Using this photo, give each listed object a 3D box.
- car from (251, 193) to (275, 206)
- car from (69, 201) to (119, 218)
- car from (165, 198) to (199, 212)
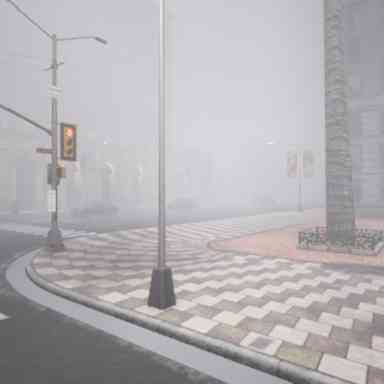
[{"bbox_3d":[12.104,1.205,56.283,2.150,2.045,5.566,0,0,38],"label":"car"},{"bbox_3d":[-8.695,1.508,29.897,1.812,1.442,4.674,0,0,39],"label":"car"},{"bbox_3d":[-1.123,1.487,39.498,1.837,1.490,4.892,0,0,39],"label":"car"}]
